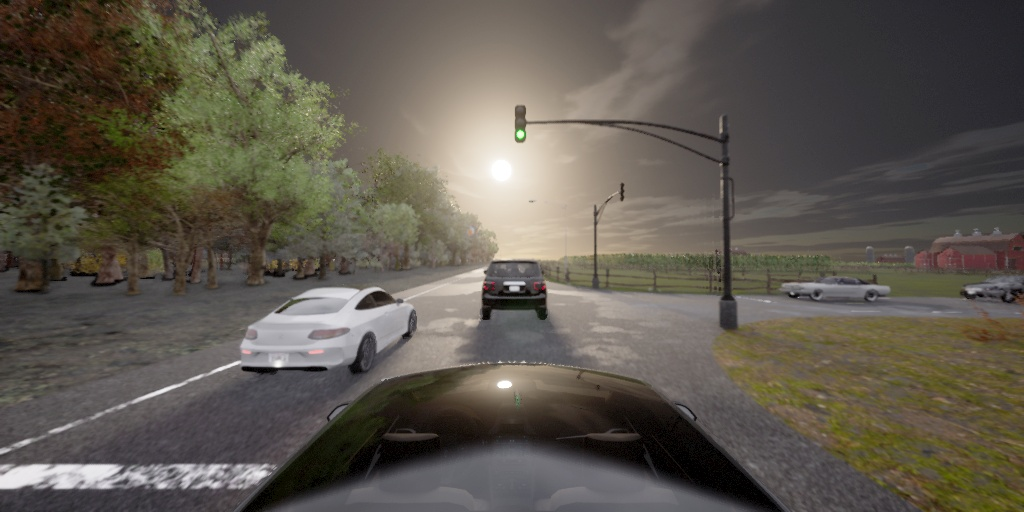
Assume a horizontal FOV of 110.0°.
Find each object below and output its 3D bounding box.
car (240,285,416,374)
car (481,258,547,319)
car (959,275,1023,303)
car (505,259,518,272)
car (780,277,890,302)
[{"bbox_3d":[-3.413,1.335,7.545,1.812,1.442,4.674,0,0,0],"label":"car"},{"bbox_3d":[0.072,1.101,13.625,2.150,2.045,5.566,0,0,0],"label":"car"},{"bbox_3d":[28.183,1.824,20.059,4.902,1.511,2.128,1,-2,0],"label":"car"},{"bbox_3d":[-0.027,1.608,62.388,2.150,2.045,5.566,0,-1,0],"label":"car"},{"bbox_3d":[17.912,1.811,20.103,4.718,1.301,1.895,1,-2,1],"label":"car"}]
